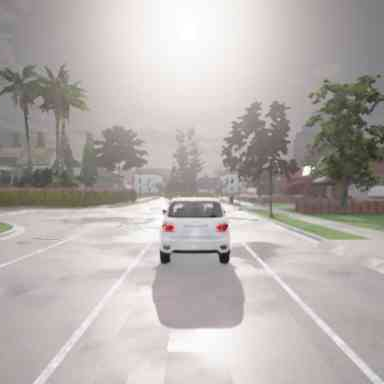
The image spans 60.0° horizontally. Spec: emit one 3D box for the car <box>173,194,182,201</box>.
[{"bbox_3d":[-3.478,1.349,81.927,2.128,1.511,4.902,0,0,0],"label":"car"}]

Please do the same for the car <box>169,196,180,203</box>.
[{"bbox_3d":[-3.486,1.458,66.794,1.895,1.301,4.718,0,0,0],"label":"car"}]

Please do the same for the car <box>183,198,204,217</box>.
[{"bbox_3d":[0.109,1.409,31.220,1.837,1.490,4.892,0,0,0],"label":"car"}]

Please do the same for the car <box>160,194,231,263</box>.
[{"bbox_3d":[0.068,1.191,12.004,2.150,2.045,5.566,0,-1,-1],"label":"car"}]
